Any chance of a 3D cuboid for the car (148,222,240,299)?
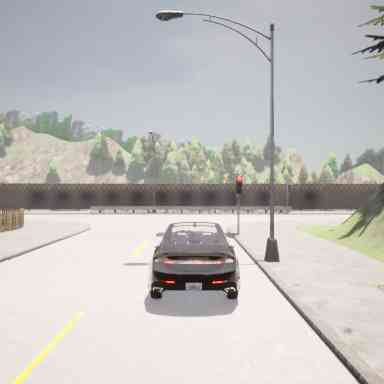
[{"bbox_3d":[0.067,1.491,8.427,2.128,1.511,4.902,0,0,1],"label":"car"}]
